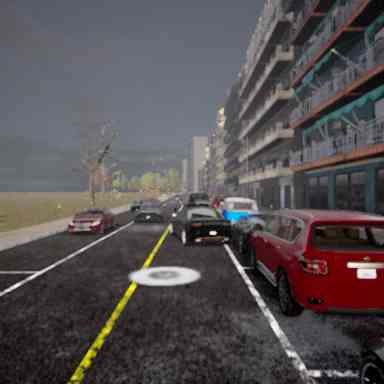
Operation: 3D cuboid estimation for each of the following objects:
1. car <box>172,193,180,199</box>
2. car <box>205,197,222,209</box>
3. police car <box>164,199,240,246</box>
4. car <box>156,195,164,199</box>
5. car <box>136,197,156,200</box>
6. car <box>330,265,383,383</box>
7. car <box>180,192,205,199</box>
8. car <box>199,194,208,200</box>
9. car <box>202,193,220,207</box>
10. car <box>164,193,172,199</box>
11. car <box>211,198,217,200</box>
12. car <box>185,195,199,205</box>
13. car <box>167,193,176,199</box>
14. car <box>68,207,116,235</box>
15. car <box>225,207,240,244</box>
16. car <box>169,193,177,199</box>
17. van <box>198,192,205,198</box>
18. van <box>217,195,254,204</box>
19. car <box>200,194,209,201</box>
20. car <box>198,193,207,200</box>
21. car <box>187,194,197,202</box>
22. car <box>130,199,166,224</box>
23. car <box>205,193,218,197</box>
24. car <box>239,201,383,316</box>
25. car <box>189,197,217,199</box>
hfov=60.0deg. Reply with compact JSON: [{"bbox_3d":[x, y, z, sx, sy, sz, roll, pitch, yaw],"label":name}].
[{"bbox_3d":[-2.763,1.169,64.688,1.812,1.442,4.674,0,0,1],"label":"car"},{"bbox_3d":[2.578,1.354,41.263,1.802,1.307,4.206,1,0,0],"label":"car"},{"bbox_3d":[0.209,1.340,15.197,1.930,1.638,5.238,0,0,-14],"label":"police car"},{"bbox_3d":[-5.301,1.325,46.378,1.802,1.307,4.206,1,0,0],"label":"car"},{"bbox_3d":[-5.302,1.371,35.070,1.947,1.339,4.313,1,0,0],"label":"car"},{"bbox_3d":[2.574,1.556,1.635,1.947,1.339,4.313,1,0,0],"label":"car"},{"bbox_3d":[0.385,1.046,31.282,2.150,2.045,5.566,0,0,-5],"label":"car"},{"bbox_3d":[2.583,1.140,75.227,2.008,1.369,4.403,1,0,0],"label":"car"},{"bbox_3d":[2.582,1.056,46.922,2.192,1.841,5.009,1,0,0],"label":"car"},{"bbox_3d":[-5.299,1.179,63.170,1.752,1.417,4.829,1,0,0],"label":"car"},{"bbox_3d":[2.577,1.390,24.449,1.752,1.417,4.829,1,0,0],"label":"car"},{"bbox_3d":[0.006,1.261,51.958,2.033,1.411,5.357,0,0,0],"label":"car"},{"bbox_3d":[-5.296,1.083,85.955,2.008,1.369,4.403,1,0,0],"label":"car"},{"bbox_3d":[-5.305,1.481,18.108,1.802,1.307,4.206,1,0,0],"label":"car"},{"bbox_3d":[2.575,1.494,12.957,1.947,1.339,4.313,1,0,0],"label":"car"},{"bbox_3d":[-5.296,1.053,91.609,2.008,1.369,4.403,1,0,0],"label":"car"},{"bbox_3d":[2.587,0.840,92.209,1.690,1.788,3.998,1,0,0],"label":"van"},{"bbox_3d":[2.578,1.238,18.617,1.690,1.788,3.998,1,0,0],"label":"van"},{"bbox_3d":[2.582,1.144,69.737,1.752,1.417,4.829,1,0,0],"label":"car"},{"bbox_3d":[2.584,0.999,80.888,1.967,1.590,4.097,1,0,0],"label":"car"},{"bbox_3d":[0.008,1.160,66.958,1.812,1.442,4.674,0,0,0],"label":"car"},{"bbox_3d":[-2.846,1.433,23.543,1.994,1.385,4.181,0,0,0],"label":"car"},{"bbox_3d":[2.580,1.149,29.939,2.192,1.841,5.009,1,0,0],"label":"car"},{"bbox_3d":[2.577,1.274,7.295,2.192,1.841,5.009,1,0,0],"label":"car"},{"bbox_3d":[0.828,1.365,25.344,1.837,1.490,4.892,0,0,0],"label":"car"}]
